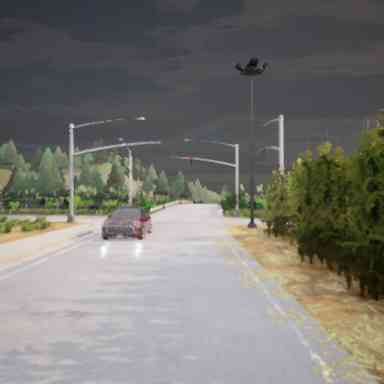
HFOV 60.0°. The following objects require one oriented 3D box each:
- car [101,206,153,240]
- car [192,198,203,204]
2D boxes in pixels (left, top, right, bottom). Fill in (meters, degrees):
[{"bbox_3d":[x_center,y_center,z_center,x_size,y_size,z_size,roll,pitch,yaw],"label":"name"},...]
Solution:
[{"bbox_3d":[-3.497,1.613,18.560,2.097,1.767,4.553,0,-1,1],"label":"car"},{"bbox_3d":[1.252,1.979,73.570,2.128,1.511,4.902,0,-2,8],"label":"car"}]
